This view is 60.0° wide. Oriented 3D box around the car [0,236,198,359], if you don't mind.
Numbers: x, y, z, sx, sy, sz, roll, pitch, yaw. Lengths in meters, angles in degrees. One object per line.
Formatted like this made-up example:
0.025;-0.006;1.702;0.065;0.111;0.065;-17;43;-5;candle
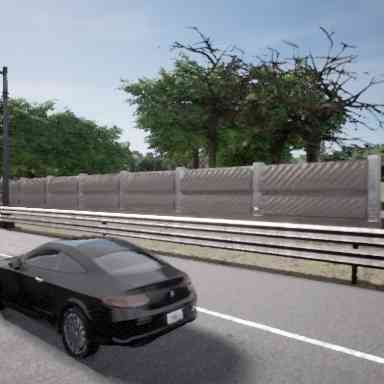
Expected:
-2.010;1.529;5.973;4.674;1.442;1.812;0;0;39;car
